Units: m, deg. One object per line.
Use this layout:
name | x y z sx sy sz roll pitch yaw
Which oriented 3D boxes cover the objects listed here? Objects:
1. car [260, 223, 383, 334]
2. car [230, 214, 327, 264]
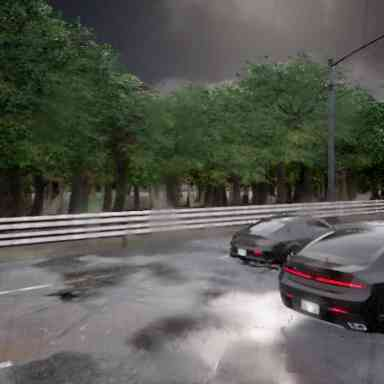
car | 3.737 1.417 6.284 4.892 1.490 1.837 -1 1 -35
car | 3.240 1.411 10.194 4.674 1.442 1.812 -1 1 -34
